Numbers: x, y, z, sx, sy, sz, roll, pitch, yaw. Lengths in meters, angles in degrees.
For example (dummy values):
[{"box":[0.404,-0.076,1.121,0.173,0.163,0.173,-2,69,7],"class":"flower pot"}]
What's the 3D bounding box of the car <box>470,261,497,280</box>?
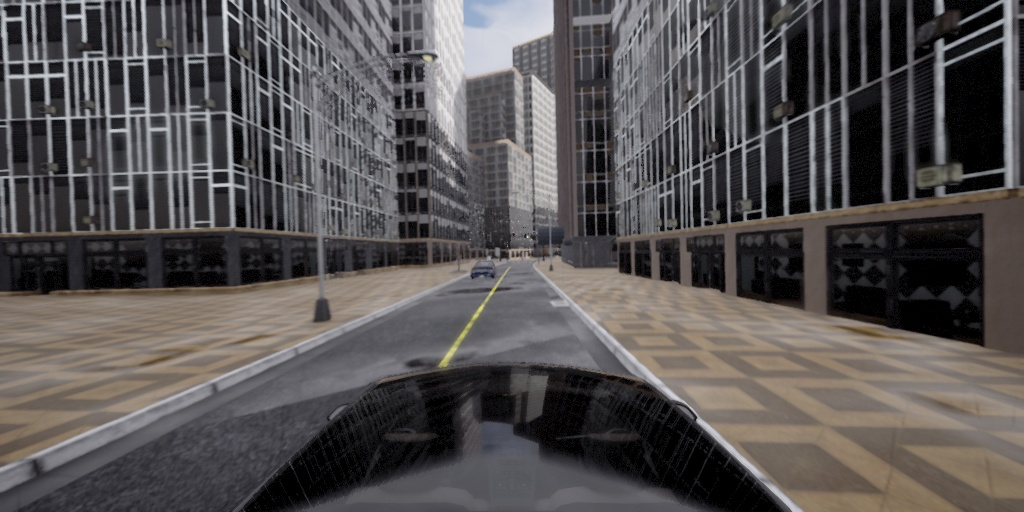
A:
[{"box":[-2.176,1.085,29.041,2.033,1.411,5.357,-1,1,1],"class":"car"}]
